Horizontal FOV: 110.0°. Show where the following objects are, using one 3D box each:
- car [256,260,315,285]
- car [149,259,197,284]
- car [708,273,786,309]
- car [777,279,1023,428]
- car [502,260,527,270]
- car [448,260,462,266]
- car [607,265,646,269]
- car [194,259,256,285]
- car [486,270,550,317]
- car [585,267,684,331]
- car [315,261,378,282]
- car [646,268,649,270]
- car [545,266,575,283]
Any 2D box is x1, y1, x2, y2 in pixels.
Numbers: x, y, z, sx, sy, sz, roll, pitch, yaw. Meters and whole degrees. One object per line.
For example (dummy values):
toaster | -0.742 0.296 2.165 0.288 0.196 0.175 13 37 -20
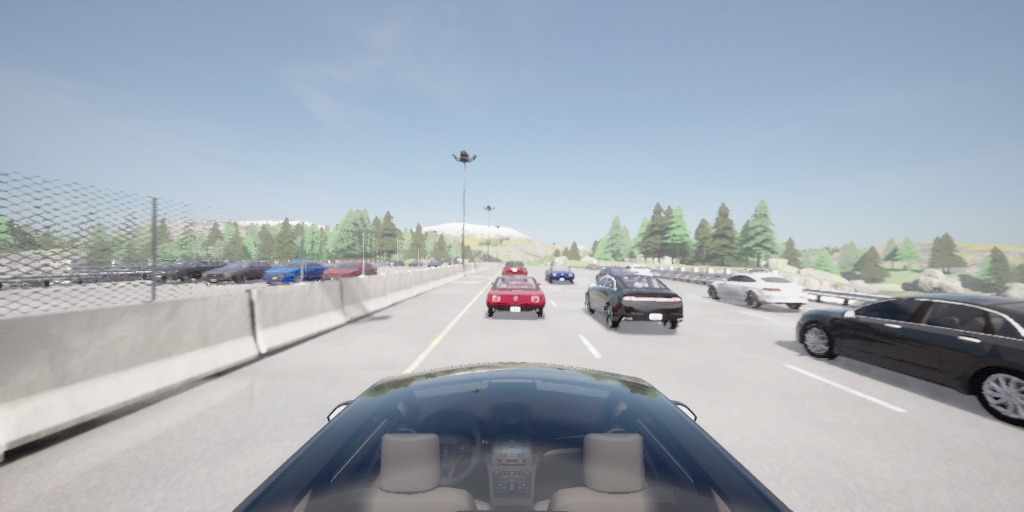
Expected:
car | -14.009 1.040 23.678 1.882 1.535 5.008 1 0 0
car | -21.007 0.948 23.733 2.128 1.511 4.902 1 0 0
car | 10.631 1.451 15.845 1.812 1.442 4.674 1 0 0
car | 7.074 1.368 5.807 1.837 1.490 4.892 1 0 1
car | 0.221 1.136 30.114 2.097 1.767 4.553 1 0 0
car | -10.211 1.488 64.671 1.837 1.490 4.892 1 -1 1
car | 7.189 1.431 25.063 2.033 1.411 5.357 1 0 0
car | -17.510 1.057 23.731 2.033 1.411 5.357 1 0 0
car | 0.130 1.365 13.318 1.895 1.301 4.718 1 0 0
car | 3.616 1.307 11.382 2.128 1.511 4.902 1 0 0
car | -10.509 1.092 23.674 1.882 1.535 5.008 1 0 0
car | 10.713 1.469 31.343 1.812 1.442 4.674 1 0 0
car | 3.710 1.436 28.605 1.895 1.301 4.718 1 0 0
